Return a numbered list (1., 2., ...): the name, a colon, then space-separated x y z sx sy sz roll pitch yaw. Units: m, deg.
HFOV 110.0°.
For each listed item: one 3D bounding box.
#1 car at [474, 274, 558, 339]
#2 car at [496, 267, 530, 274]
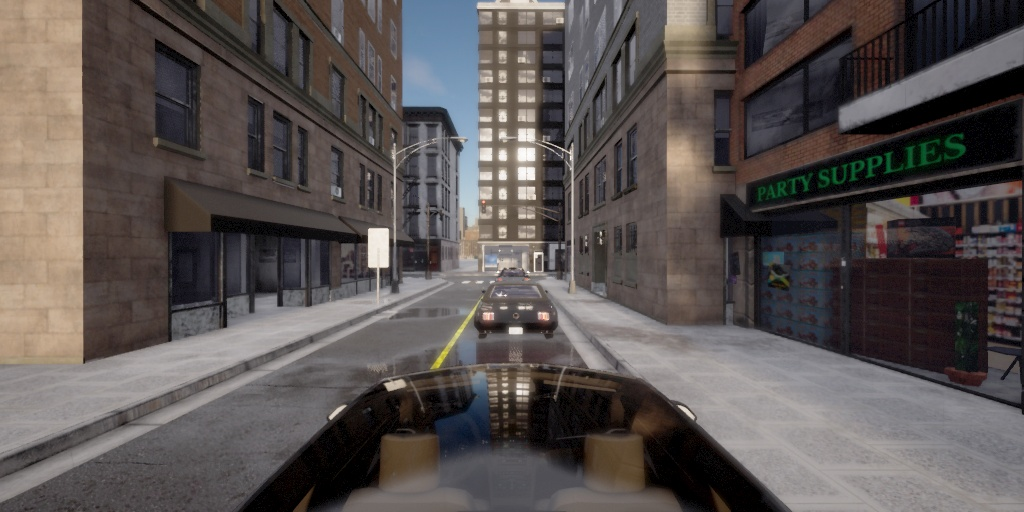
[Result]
1. car: 0.088 1.351 10.064 1.895 1.301 4.718 0 0 0
2. car: 0.066 1.314 20.032 1.994 1.385 4.181 0 0 0
